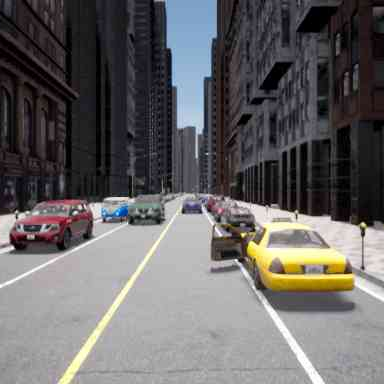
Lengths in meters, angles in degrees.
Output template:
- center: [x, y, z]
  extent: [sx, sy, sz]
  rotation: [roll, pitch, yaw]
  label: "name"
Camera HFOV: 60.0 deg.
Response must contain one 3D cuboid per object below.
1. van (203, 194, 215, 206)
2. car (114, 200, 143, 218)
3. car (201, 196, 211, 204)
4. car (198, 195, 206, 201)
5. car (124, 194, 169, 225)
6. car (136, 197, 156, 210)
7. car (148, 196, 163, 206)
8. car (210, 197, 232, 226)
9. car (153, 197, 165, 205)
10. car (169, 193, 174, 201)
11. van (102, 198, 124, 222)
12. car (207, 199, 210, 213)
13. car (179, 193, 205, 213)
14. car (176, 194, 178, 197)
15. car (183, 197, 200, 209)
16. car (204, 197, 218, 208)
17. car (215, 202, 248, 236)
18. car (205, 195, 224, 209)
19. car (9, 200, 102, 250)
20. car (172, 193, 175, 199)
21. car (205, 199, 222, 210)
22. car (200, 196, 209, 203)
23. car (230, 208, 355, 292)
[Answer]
- center: [2.668, 1.313, 53.687]
  extent: [1.690, 1.788, 3.998]
  rotation: [0, 0, 0]
  label: "van"
- center: [-5.816, 1.504, 31.079]
  extent: [1.752, 1.417, 4.829]
  rotation: [0, 0, 0]
  label: "car"
- center: [2.647, 1.552, 64.891]
  extent: [1.802, 1.307, 4.206]
  rotation: [0, 0, 0]
  label: "car"
- center: [2.607, 1.514, 87.299]
  extent: [1.887, 1.381, 4.507]
  rotation: [0, 0, 0]
  label: "car"
- center: [-3.144, 1.203, 24.211]
  extent: [2.150, 2.045, 5.566]
  rotation: [0, 0, 0]
  label: "car"
- center: [-5.837, 1.415, 42.453]
  extent: [1.967, 1.590, 4.097]
  rotation: [0, 0, 0]
  label: "car"
- center: [-5.857, 1.412, 53.656]
  extent: [1.967, 1.590, 4.097]
  rotation: [0, 0, 0]
  label: "car"
- center: [2.719, 1.421, 25.677]
  extent: [1.967, 1.590, 4.097]
  rotation: [0, 0, 0]
  label: "car"
- center: [-5.868, 1.553, 59.257]
  extent: [1.802, 1.307, 4.206]
  rotation: [0, 0, 0]
  label: "car"
- center: [-5.898, 1.520, 76.063]
  extent: [2.008, 1.369, 4.403]
  rotation: [0, 0, 0]
  label: "car"
- center: [-5.806, 1.322, 25.647]
  extent: [1.690, 1.788, 3.998]
  rotation: [0, 0, 0]
  label: "van"
- center: [2.708, 1.561, 31.278]
  extent: [1.802, 1.307, 4.206]
  rotation: [0, 0, 0]
  label: "car"
- center: [0.005, 1.330, 36.082]
  extent: [2.097, 1.767, 4.553]
  rotation: [0, 0, 0]
  label: "car"
- center: [-5.927, 1.284, 92.868]
  extent: [2.192, 1.841, 5.009]
  rotation: [0, 0, 0]
  label: "car"
- center: [-0.064, 1.466, 46.229]
  extent: [2.128, 1.511, 4.902]
  rotation: [0, 0, 0]
  label: "car"
- center: [2.678, 1.499, 48.255]
  extent: [1.752, 1.417, 4.829]
  rotation: [0, 0, 0]
  label: "car"
- center: [2.728, 1.535, 20.074]
  extent: [2.008, 1.369, 4.403]
  rotation: [0, 0, 0]
  label: "car"
- center: [2.699, 1.292, 36.880]
  extent: [2.192, 1.841, 5.009]
  rotation: [0, 0, 0]
  label: "car"
- center: [-5.786, 1.303, 14.444]
  extent: [2.192, 1.841, 5.009]
  rotation: [0, 0, 0]
  label: "car"
- center: [-5.907, 1.494, 81.494]
  extent: [1.752, 1.417, 4.829]
  rotation: [0, 0, 0]
  label: "car"
- center: [2.688, 1.557, 42.483]
  extent: [1.802, 1.307, 4.206]
  rotation: [0, 0, 0]
  label: "car"
- center: [2.637, 1.551, 70.493]
  extent: [1.802, 1.307, 4.206]
  rotation: [0, 0, 0]
  label: "car"
- center: [2.333, 1.448, 8.910]
  extent: [1.801, 1.575, 5.366]
  rotation: [0, 0, 0]
  label: "car"
